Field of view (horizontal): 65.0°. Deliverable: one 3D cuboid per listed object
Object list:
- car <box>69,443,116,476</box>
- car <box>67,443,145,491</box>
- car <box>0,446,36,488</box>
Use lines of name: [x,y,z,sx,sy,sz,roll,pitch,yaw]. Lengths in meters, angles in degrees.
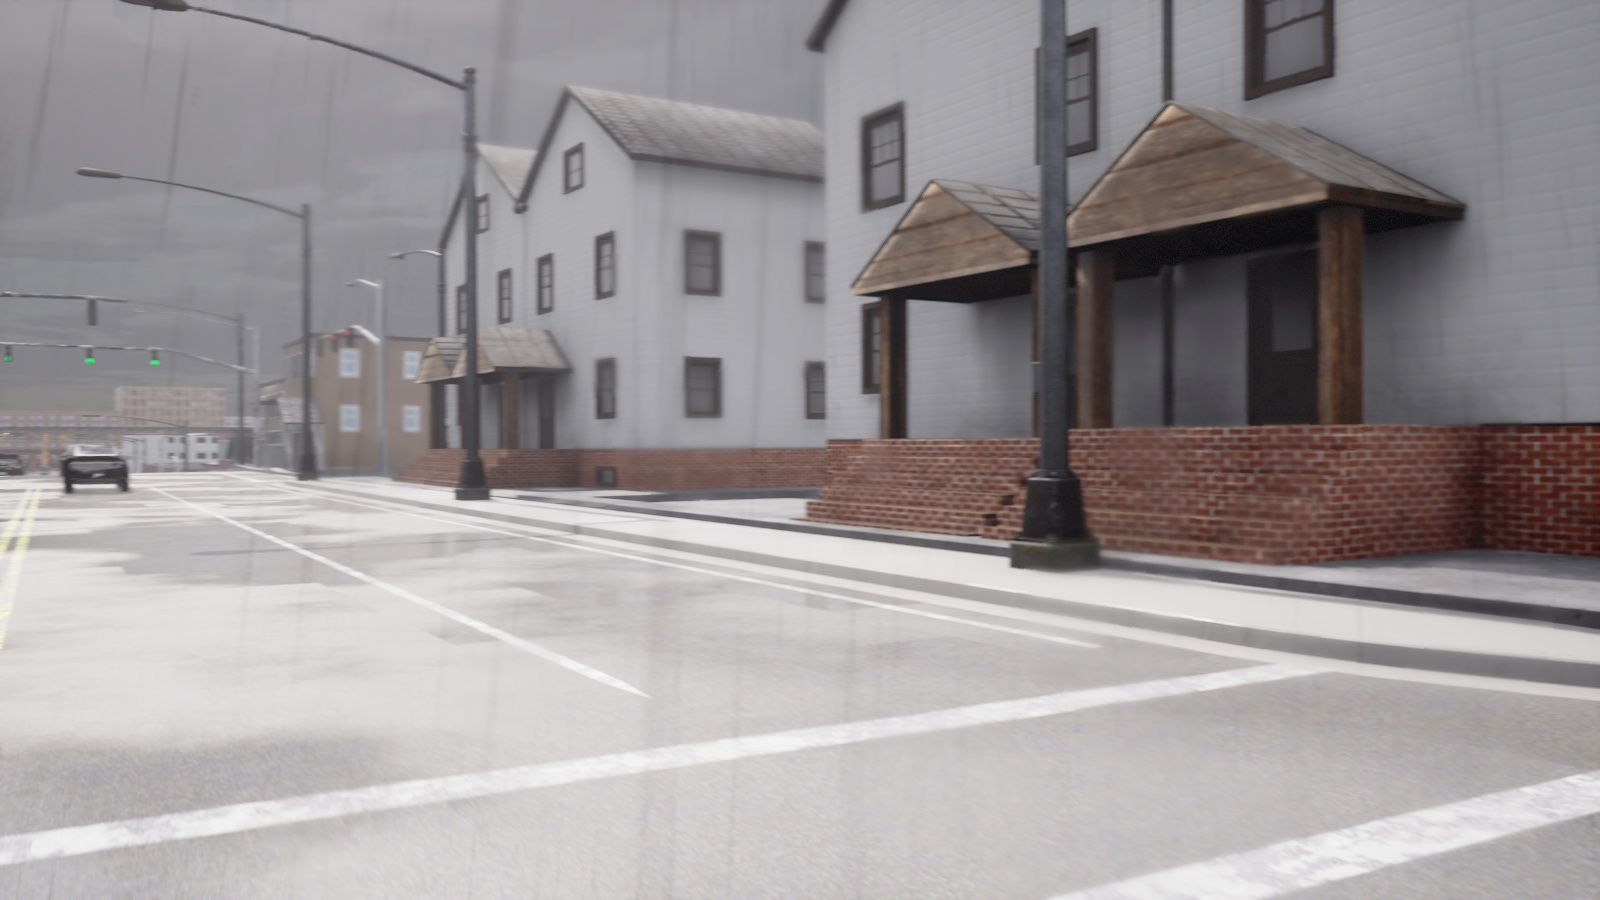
car: [-33.732,0.421,59.804,1.837,1.490,4.892,-1,1,-30]
car: [-23.100,0.520,41.711,2.128,1.511,4.902,0,0,-30]
car: [-44.045,0.974,70.459,1.905,1.878,3.866,0,-7,-30]
